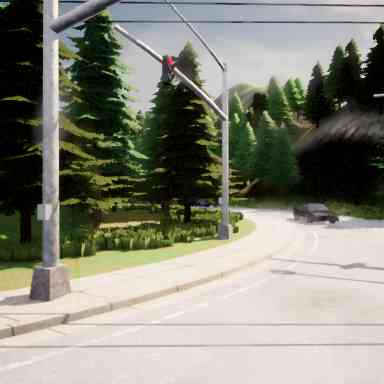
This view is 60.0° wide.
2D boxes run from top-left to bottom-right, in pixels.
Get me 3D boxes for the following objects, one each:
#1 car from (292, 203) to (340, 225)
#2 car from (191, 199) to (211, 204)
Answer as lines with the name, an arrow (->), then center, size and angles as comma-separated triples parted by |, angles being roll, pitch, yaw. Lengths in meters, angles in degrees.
car -> 9.009, 1.547, 24.685 | 2.033, 1.411, 5.357 | 0, 0, 1
car -> 0.349, 1.223, 46.464 | 2.150, 2.045, 5.566 | 0, 0, -35
